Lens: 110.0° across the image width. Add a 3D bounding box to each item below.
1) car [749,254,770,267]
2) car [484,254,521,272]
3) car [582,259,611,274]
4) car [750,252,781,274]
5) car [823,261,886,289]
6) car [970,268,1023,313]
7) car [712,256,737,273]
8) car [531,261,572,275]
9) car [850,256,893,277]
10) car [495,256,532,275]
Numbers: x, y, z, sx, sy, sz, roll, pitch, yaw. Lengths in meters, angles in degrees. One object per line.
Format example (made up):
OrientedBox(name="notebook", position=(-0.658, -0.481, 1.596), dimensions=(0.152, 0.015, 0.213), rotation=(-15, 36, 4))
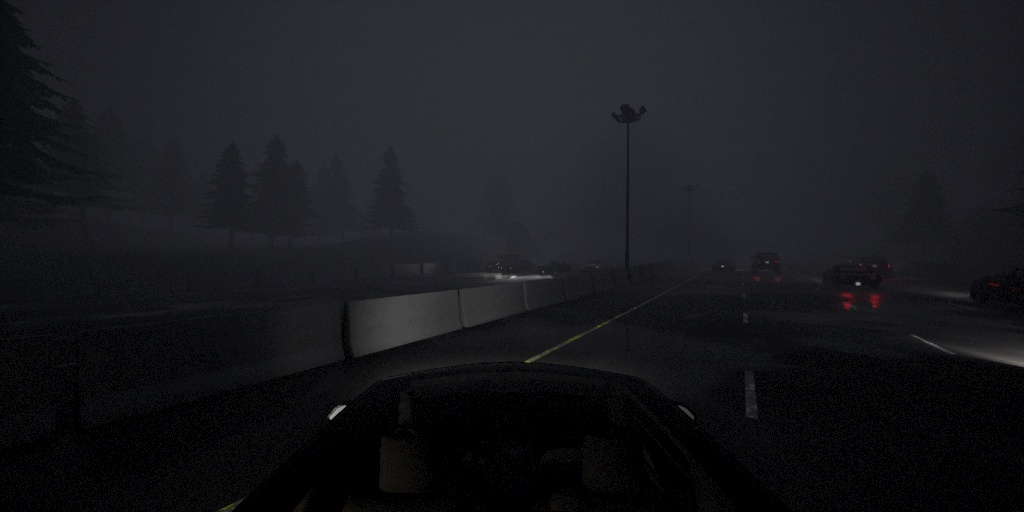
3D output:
OrientedBox(name="car", position=(32.505, 0.583, 47.185), dimensions=(2.128, 1.511, 4.902), rotation=(0, 1, 32))
OrientedBox(name="car", position=(-0.818, 0.748, 40.785), dimensions=(2.150, 2.045, 5.566), rotation=(0, 0, 33))
OrientedBox(name="car", position=(8.569, 1.041, 35.959), dimensions=(1.812, 1.442, 4.674), rotation=(0, 1, 33))
OrientedBox(name="car", position=(24.456, 0.628, 34.605), dimensions=(2.150, 2.045, 5.566), rotation=(0, 1, 32))
OrientedBox(name="car", position=(20.359, 1.203, 21.701), dimensions=(1.895, 1.301, 4.718), rotation=(0, 1, 33))
OrientedBox(name="car", position=(18.862, 1.178, 12.863), dimensions=(2.128, 1.511, 4.902), rotation=(0, 1, 33))
OrientedBox(name="car", position=(21.886, 0.955, 37.087), dimensions=(1.994, 1.385, 4.181), rotation=(0, 1, 33))
OrientedBox(name="car", position=(4.143, 1.151, 35.586), dimensions=(1.895, 1.301, 4.718), rotation=(0, 1, 33))
OrientedBox(name="car", position=(29.952, 0.778, 30.207), dimensions=(2.097, 1.767, 4.553), rotation=(0, 1, 33))
OrientedBox(name="car", position=(0.661, 1.067, 36.654), dimensions=(1.837, 1.490, 4.892), rotation=(0, 0, 33))
